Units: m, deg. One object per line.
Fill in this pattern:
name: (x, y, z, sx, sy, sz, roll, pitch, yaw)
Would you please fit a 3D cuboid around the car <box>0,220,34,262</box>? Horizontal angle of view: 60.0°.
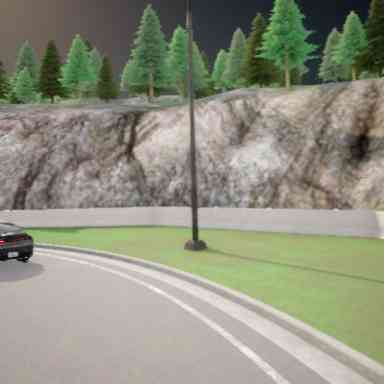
car: (-7.486, 1.739, 11.735, 4.892, 1.490, 1.837, -1, -1, 36)
